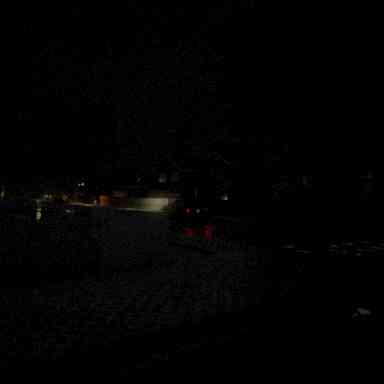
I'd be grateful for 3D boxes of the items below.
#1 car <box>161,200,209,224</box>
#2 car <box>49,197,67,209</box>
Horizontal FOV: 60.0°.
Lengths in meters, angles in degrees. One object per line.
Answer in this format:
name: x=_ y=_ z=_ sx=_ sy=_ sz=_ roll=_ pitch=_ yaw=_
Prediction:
car: x=-0.658 y=1.352 z=25.062 sx=2.097 sy=1.767 sz=4.553 roll=0 pitch=0 yaw=-30
car: x=-18.933 y=1.520 z=46.704 sx=1.837 sy=1.490 sz=4.892 roll=0 pitch=0 yaw=-35
